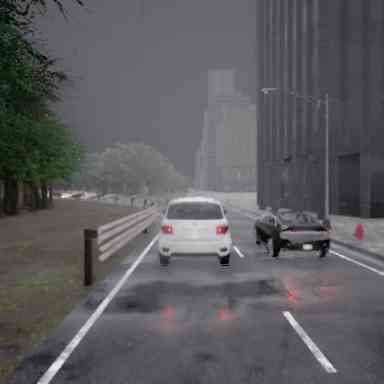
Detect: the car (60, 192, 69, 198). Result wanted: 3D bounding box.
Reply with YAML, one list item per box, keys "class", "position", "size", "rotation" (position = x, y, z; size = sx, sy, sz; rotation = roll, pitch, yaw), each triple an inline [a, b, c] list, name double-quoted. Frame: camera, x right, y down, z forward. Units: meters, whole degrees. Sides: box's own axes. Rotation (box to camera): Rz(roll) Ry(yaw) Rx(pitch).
- class: "car"
  position: [-34.074, 0.734, 88.189]
  size: [2.033, 1.411, 5.357]
  rotation: [0, 1, -39]

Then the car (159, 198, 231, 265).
- class: "car"
  position: [0.089, 1.217, 11.841]
  size: [2.150, 2.045, 5.566]
  rotation: [0, 0, 0]

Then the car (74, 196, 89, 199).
- class: "car"
  position: [-26.974, 1.084, 80.848]
  size: [4.718, 1.301, 1.895]
  rotation: [1, 1, 44]

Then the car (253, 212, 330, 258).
- class: "car"
  position: [3.579, 1.488, 12.706]
  size: [2.128, 1.511, 4.902]
  rotation: [0, 0, 0]
